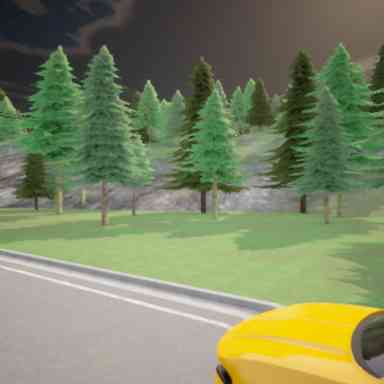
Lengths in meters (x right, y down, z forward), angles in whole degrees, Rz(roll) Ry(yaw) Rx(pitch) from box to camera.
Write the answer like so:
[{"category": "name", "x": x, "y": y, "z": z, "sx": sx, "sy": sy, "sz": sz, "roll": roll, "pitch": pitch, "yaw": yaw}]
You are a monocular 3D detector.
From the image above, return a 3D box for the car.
[{"category": "car", "x": 2.473, "y": 1.476, "z": 2.226, "sx": 5.008, "sy": 1.535, "sz": 1.882, "roll": -1, "pitch": -1, "yaw": 36}]
